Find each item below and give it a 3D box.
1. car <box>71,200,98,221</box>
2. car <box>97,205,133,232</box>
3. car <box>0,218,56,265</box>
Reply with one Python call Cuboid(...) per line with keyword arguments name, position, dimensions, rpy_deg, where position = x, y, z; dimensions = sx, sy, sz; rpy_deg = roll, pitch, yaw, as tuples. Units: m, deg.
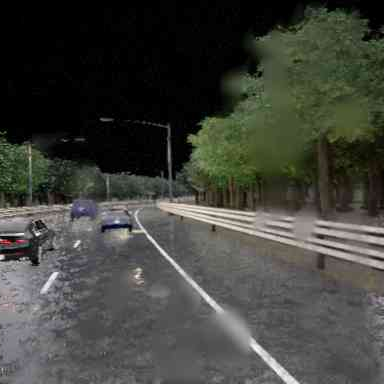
Cuboid(name="car", position=(-10.878, 1.822, 33.823), dimensions=(2.150, 2.045, 5.566), rpy_deg=(-2, -1, -11))
Cuboid(name="car", position=(-5.000, 1.812, 22.283), dimensions=(1.994, 1.385, 4.181), rpy_deg=(-2, -1, -12))
Cuboid(name="car", position=(-6.242, 1.700, 12.147), dimensions=(1.837, 1.490, 4.892), rpy_deg=(-2, 0, -14))
